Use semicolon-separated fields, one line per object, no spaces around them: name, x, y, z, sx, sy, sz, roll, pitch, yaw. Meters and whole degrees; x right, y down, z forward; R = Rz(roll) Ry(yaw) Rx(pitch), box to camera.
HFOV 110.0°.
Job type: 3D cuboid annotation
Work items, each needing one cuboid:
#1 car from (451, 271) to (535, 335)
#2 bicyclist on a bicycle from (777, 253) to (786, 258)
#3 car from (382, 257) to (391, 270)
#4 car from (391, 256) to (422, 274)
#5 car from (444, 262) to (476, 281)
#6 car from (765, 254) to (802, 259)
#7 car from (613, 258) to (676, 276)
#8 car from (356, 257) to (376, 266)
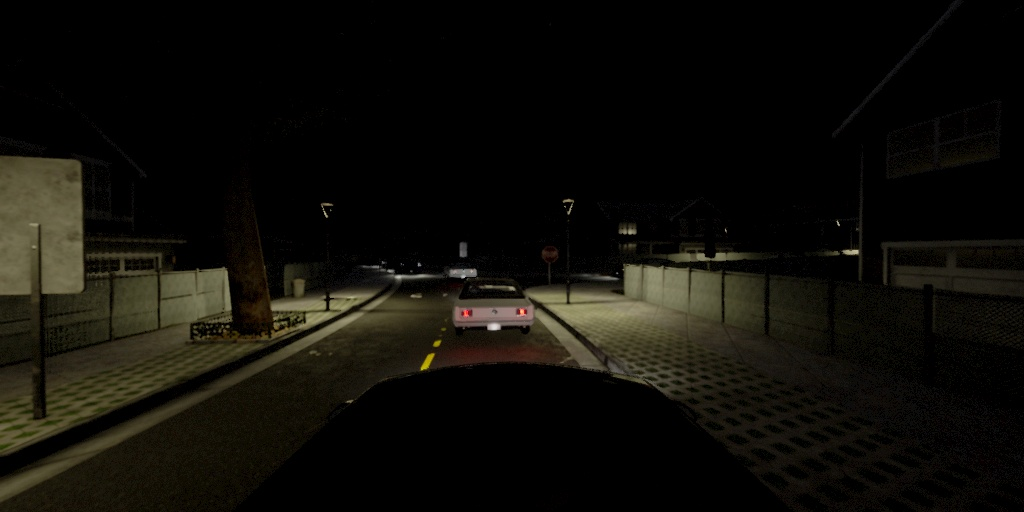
car;-0.618;1.273;10.206;1.895;1.301;4.718;0;1;-6
bicyclist on a bicycle;16.595;0.619;22.068;0.582;1.620;1.656;-1;1;-9
car;-14.781;0.856;44.281;1.837;1.490;4.892;-1;1;-29
car;-10.160;0.787;34.988;2.097;1.767;4.553;0;1;-24
car;-3.989;1.109;26.834;1.895;1.301;4.718;0;1;-17
car;21.676;0.633;28.901;4.902;1.511;2.128;-1;1;-10
car;10.451;0.851;27.084;5.357;1.411;2.033;-1;1;-9
car;-22.949;0.861;56.260;1.895;1.301;4.718;-1;1;-38
